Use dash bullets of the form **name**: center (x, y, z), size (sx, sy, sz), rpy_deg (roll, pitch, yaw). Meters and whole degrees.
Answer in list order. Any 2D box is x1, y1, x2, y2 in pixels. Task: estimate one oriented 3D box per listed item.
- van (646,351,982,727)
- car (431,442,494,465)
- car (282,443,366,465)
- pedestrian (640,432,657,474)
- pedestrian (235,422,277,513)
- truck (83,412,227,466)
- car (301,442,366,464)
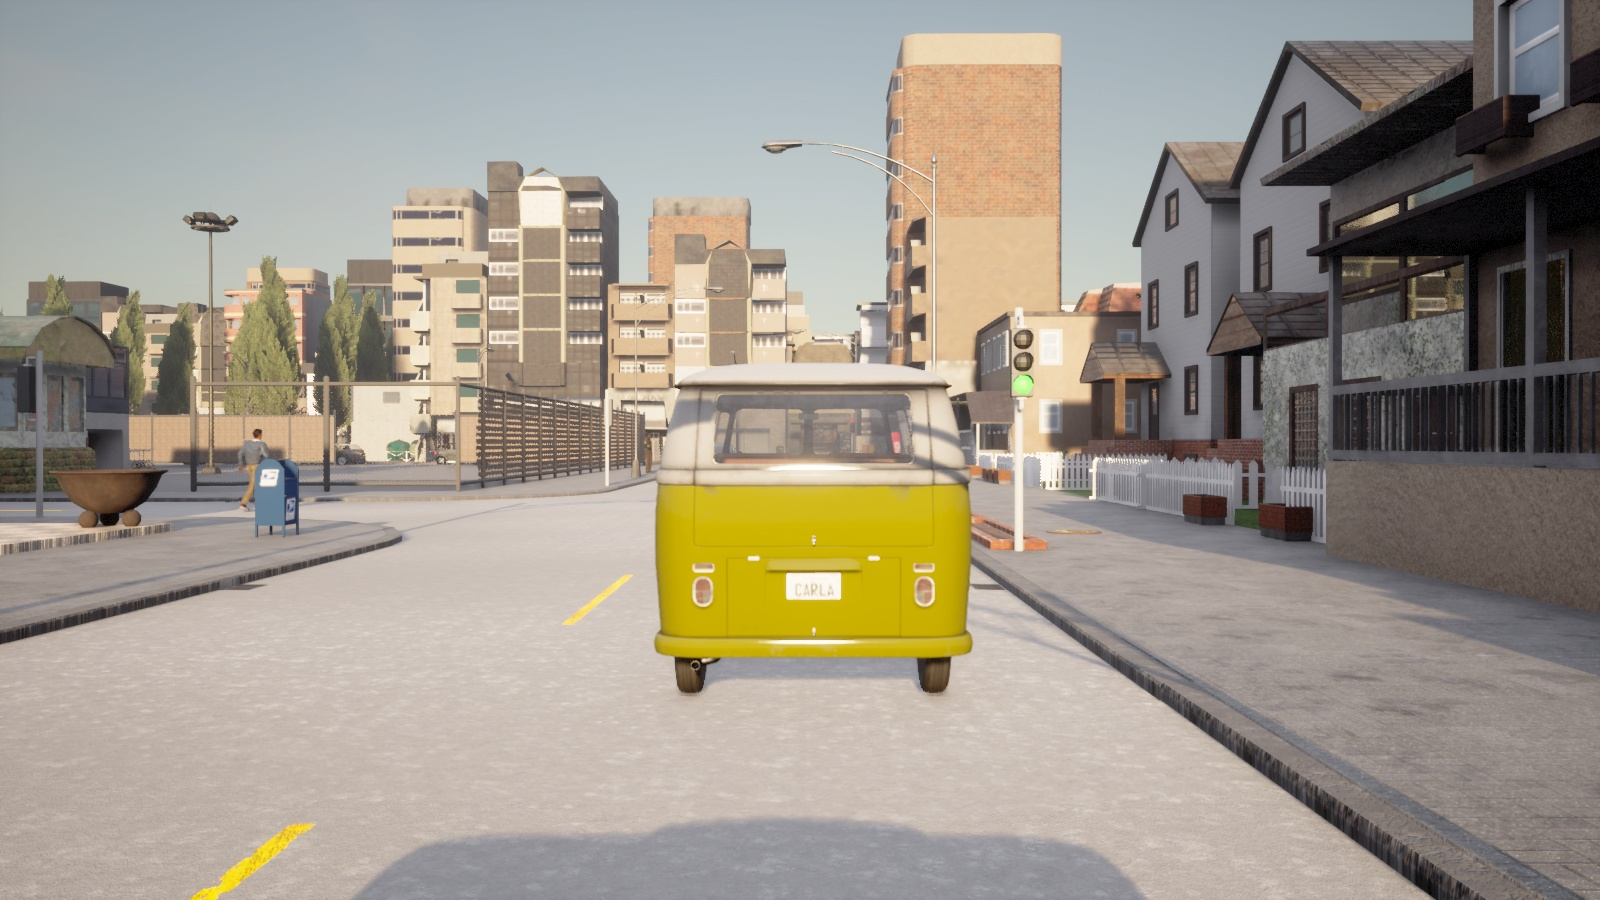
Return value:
- **van**: center (0.073, 0.451, 8.857), size (1.775, 1.987, 4.442), rpy_deg (0, 0, 0)
- **car**: center (-22.380, 0.236, 83.458), size (3.705, 1.549, 1.789), rpy_deg (0, 0, 0)
- **car**: center (-31.592, 0.255, 83.505), size (4.892, 1.490, 1.837), rpy_deg (0, 0, 1)
- **pedestrian**: center (-6.981, 0.124, 57.911), size (0.692, 1.930, 0.395), rpy_deg (0, 0, 31)
- **pedestrian**: center (-11.913, 0.371, 27.521), size (0.423, 1.949, 0.788), rpy_deg (0, 0, 19)
- **truck**: center (-42.371, -0.736, 82.736), size (7.936, 3.462, 2.891), rpy_deg (0, 0, -13)
- **car**: center (-32.454, 0.192, 87.504), size (3.806, 1.475, 1.970), rpy_deg (0, 0, 0)
